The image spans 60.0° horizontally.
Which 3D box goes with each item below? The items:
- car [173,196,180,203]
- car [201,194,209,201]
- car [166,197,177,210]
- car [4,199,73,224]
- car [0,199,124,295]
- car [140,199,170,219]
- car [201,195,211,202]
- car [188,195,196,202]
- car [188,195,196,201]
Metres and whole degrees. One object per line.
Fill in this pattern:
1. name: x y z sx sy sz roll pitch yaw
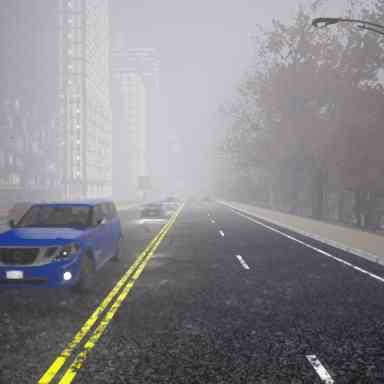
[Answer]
1. car: -3.350 1.508 53.031 1.837 1.490 4.892 0 0 -1
2. car: 3.254 1.373 85.290 1.882 1.535 5.008 0 0 0
3. car: -3.346 1.603 42.019 1.895 1.301 4.718 0 0 0
4. car: -12.146 1.531 26.471 4.553 1.767 2.097 -1 0 10
5. car: -3.350 1.222 9.059 2.150 2.045 5.566 0 0 0
6. car: -3.356 1.612 29.575 1.994 1.385 4.181 0 0 0
7. car: 3.252 1.503 74.896 1.837 1.490 4.892 0 0 0
8. car: 0.003 1.543 74.897 2.033 1.411 5.357 0 0 0
9. car: 0.004 1.420 85.290 1.812 1.442 4.674 0 0 0
